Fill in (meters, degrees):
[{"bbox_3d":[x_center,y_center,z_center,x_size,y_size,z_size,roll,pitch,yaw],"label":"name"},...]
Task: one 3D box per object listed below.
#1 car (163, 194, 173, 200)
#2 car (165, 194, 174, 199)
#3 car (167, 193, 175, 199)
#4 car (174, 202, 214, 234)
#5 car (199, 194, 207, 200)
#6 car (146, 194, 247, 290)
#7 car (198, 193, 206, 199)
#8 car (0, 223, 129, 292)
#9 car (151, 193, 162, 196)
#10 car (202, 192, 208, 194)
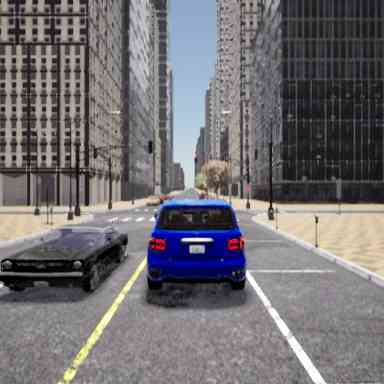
[{"bbox_3d":[-5.690,1.176,78.662,1.887,1.381,4.507,0,0,0],"label":"car"},{"bbox_3d":[-5.691,1.146,84.337,2.008,1.369,4.403,0,0,0],"label":"car"},{"bbox_3d":[-5.691,1.110,90.013,2.008,1.369,4.403,0,0,0],"label":"car"},{"bbox_3d":[0.095,1.419,19.841,2.128,1.511,4.902,0,0,0],"label":"car"},{"bbox_3d":[2.690,1.140,84.332,1.887,1.381,4.507,0,0,0],"label":"car"},{"bbox_3d":[0.098,1.190,9.111,2.150,2.045,5.566,0,0,0],"label":"car"},{"bbox_3d":[2.689,1.110,90.006,2.008,1.369,4.403,0,0,0],"label":"car"},{"bbox_3d":[-3.074,1.569,9.001,1.895,1.301,4.718,0,0,0],"label":"car"},{"bbox_3d":[-5.819,1.318,50.112,1.752,1.417,4.829,0,0,0],"label":"car"},{"bbox_3d":[2.821,1.232,50.282,1.967,1.590,4.097,0,0,0],"label":"car"}]
